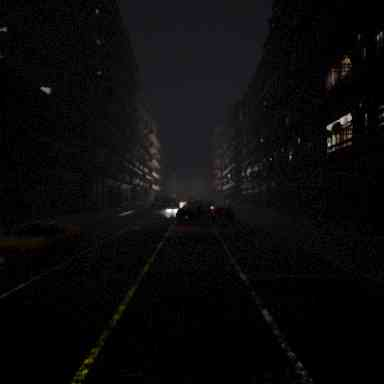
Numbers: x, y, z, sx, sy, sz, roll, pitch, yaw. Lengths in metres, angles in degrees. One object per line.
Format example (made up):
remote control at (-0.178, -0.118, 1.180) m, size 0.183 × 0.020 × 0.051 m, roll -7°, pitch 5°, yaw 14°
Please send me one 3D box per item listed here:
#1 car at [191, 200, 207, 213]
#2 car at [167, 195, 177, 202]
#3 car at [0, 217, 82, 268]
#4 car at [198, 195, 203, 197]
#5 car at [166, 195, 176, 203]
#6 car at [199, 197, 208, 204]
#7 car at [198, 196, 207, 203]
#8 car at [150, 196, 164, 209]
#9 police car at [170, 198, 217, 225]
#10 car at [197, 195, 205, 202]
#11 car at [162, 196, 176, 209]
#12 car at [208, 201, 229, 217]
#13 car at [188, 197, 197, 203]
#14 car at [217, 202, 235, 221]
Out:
car at (0.834, 1.699, 40.886) m, size 1.812 × 1.442 × 4.674 m, roll 0°, pitch 0°, yaw 0°
car at (-5.273, 1.803, 89.115) m, size 2.192 × 1.841 × 5.009 m, roll 1°, pitch 0°, yaw 0°
car at (-5.291, 1.565, 11.524) m, size 1.752 × 1.417 × 4.829 m, roll 2°, pitch 0°, yaw 0°
car at (2.599, 1.910, 72.460) m, size 1.887 × 1.381 × 4.507 m, roll 1°, pitch 0°, yaw 0°
car at (-5.274, 1.761, 83.585) m, size 2.192 × 1.841 × 5.009 m, roll 1°, pitch 0°, yaw 0°
car at (2.600, 1.949, 77.990) m, size 1.887 × 1.381 × 4.507 m, roll 1°, pitch 0°, yaw 0°
car at (2.611, 1.886, 83.522) m, size 1.967 × 1.590 × 4.097 m, roll 1°, pitch 0°, yaw 0°
car at (-5.285, 1.752, 50.231) m, size 1.752 × 1.417 × 4.829 m, roll 2°, pitch 0°, yaw 0°
police car at (0.281, 1.521, 25.265) m, size 1.930 × 1.638 × 5.238 m, roll 0°, pitch 0°, yaw 15°
car at (2.574, 1.845, 94.584) m, size 2.192 × 1.841 × 5.009 m, roll 1°, pitch 0°, yaw 0°
car at (-2.821, 1.715, 49.821) m, size 2.128 × 1.511 × 4.902 m, roll 0°, pitch 0°, yaw 0°
car at (2.592, 1.662, 33.917) m, size 1.752 × 1.417 × 4.829 m, roll 1°, pitch 0°, yaw 0°
car at (0.016, 1.812, 75.604) m, size 1.994 × 1.385 × 4.181 m, roll 0°, pitch 0°, yaw 0°
car at (2.591, 1.654, 28.215) m, size 1.887 × 1.381 × 4.507 m, roll 1°, pitch 0°, yaw 0°
